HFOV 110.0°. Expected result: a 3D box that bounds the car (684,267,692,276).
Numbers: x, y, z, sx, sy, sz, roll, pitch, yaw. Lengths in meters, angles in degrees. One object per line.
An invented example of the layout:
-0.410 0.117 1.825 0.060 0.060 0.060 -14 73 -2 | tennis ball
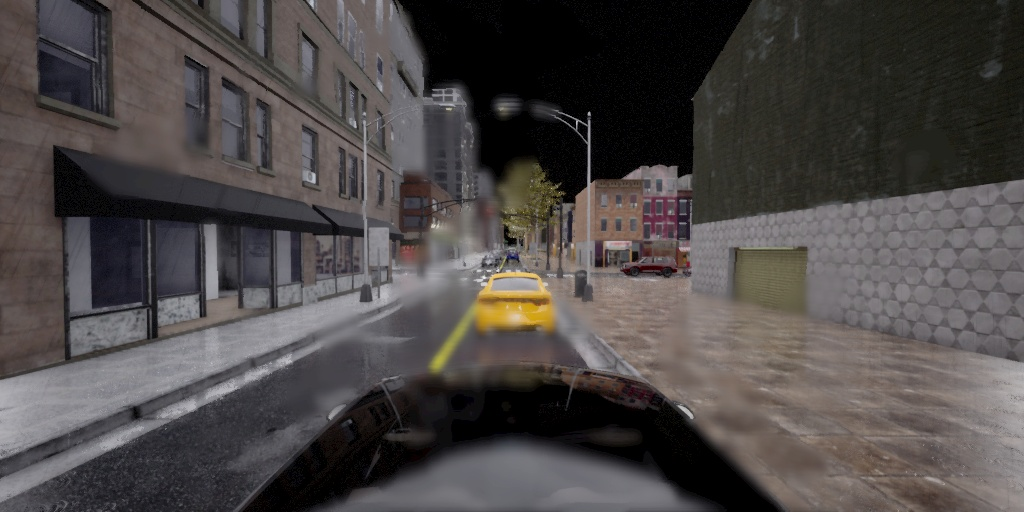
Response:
18.119 1.297 33.391 4.207 1.307 1.802 0 0 0 | car

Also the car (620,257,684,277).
12.717 0.953 33.384 5.009 1.841 2.192 0 0 0 | car

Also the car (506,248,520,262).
0.132 -0.134 62.483 2.150 2.045 5.566 0 2 0 | car

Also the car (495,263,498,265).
0.076 1.250 19.856 1.895 1.301 4.718 0 1 0 | car

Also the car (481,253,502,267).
-2.820 0.615 45.972 2.128 1.511 4.902 0 2 1 | car

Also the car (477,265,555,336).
0.100 1.206 10.414 1.882 1.535 5.008 0 0 0 | car
